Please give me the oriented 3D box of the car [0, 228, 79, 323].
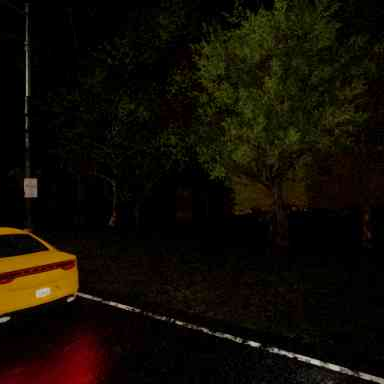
[{"bbox_3d":[-4.439,1.476,6.866,5.008,1.535,1.882,0,1,36],"label":"car"}]
